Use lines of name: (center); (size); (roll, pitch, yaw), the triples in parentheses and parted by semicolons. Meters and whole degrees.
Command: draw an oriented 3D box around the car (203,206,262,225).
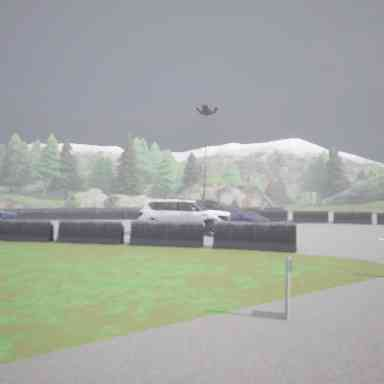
car: (3.546, 2.015, 29.094); (4.892, 1.490, 1.837); (0, -2, 15)

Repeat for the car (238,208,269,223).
car: (2.735, 1.833, 22.062); (4.674, 1.442, 1.812); (0, -2, 15)

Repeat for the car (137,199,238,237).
car: (-0.408, 1.441, 19.301); (5.566, 2.045, 2.150); (-1, -2, 15)

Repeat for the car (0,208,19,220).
car: (-21.146, 2.443, 35.825); (5.008, 1.535, 1.882); (-1, -2, 15)

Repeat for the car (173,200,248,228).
car: (1.465, 1.639, 26.044); (5.566, 2.045, 2.150); (0, -2, 15)
